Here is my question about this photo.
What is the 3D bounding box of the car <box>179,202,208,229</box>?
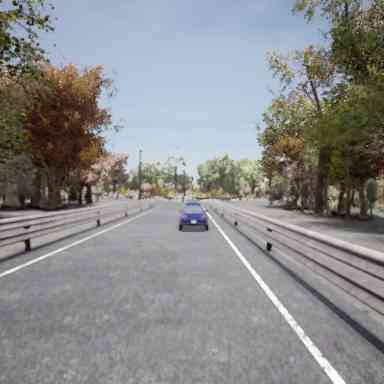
[{"bbox_3d":[0.107,1.626,22.167,1.812,1.442,4.674,0,0,0],"label":"car"}]

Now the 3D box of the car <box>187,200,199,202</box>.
[{"bbox_3d":[0.116,1.690,40.874,1.837,1.490,4.892,0,0,0],"label":"car"}]
